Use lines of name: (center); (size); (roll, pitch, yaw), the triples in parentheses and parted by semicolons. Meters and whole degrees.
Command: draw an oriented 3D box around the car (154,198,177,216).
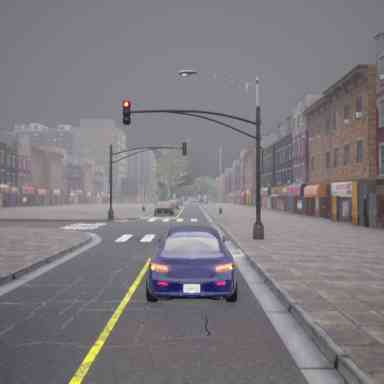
car: (-2.903, 1.660, 35.529); (1.882, 1.535, 5.008); (0, -1, 0)

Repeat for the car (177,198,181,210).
car: (-2.898, 1.826, 48.263); (1.812, 1.442, 4.674); (0, 0, 0)

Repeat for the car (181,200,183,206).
car: (-2.853, 1.990, 65.373); (2.128, 1.511, 4.902); (0, -1, 0)

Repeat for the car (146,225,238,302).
car: (-0.003, 1.537, 8.159); (1.812, 1.442, 4.674); (0, 0, 0)
